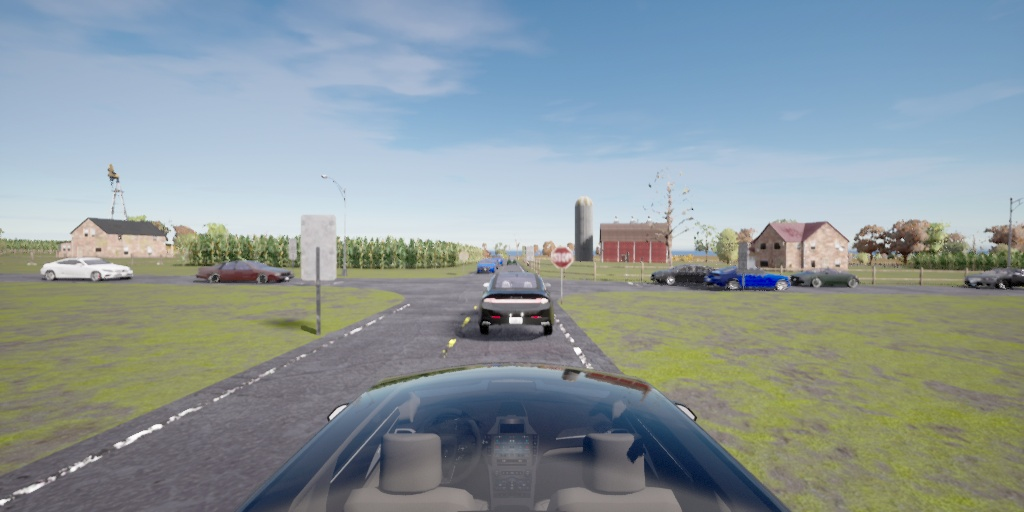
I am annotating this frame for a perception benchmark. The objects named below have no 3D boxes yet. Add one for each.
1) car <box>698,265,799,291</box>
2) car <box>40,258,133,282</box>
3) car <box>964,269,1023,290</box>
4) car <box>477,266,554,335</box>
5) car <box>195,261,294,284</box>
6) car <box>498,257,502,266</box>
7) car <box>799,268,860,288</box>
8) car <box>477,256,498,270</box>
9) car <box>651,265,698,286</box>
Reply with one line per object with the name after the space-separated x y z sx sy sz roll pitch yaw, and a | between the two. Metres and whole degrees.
15.271 1.414 23.332 5.008 1.535 1.882 1 1 0 | car
-27.383 0.846 23.136 4.674 1.442 1.812 1 1 0 | car
36.326 1.674 26.292 4.902 1.511 2.128 1 1 0 | car
0.142 1.214 10.387 2.128 1.511 4.902 0 0 1 | car
-17.190 1.020 23.173 5.357 1.411 2.033 1 1 0 | car
-2.824 1.173 50.705 2.033 1.411 5.357 0 0 0 | car
22.719 1.563 26.259 4.181 1.385 1.994 1 1 0 | car
-2.815 1.125 39.877 1.882 1.535 5.008 0 0 -1 | car
12.737 1.366 26.273 4.892 1.490 1.837 1 1 1 | car
